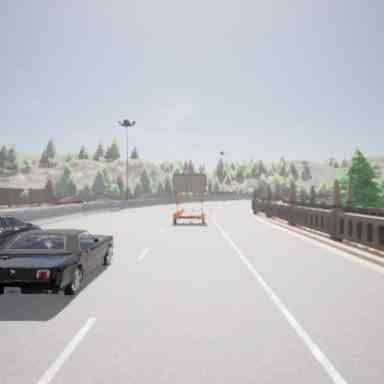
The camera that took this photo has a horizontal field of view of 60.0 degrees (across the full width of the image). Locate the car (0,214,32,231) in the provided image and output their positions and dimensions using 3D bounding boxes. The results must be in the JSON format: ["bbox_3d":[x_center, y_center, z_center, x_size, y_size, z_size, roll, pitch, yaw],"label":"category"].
[{"bbox_3d":[-6.903,1.497,11.417,1.837,1.490,4.892,0,0,0],"label":"car"}]

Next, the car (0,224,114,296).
[{"bbox_3d":[-3.402,1.595,8.563,1.895,1.301,4.718,0,0,0],"label":"car"}]

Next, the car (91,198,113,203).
[{"bbox_3d":[-11.880,1.500,44.179,1.812,1.442,4.674,0,0,12],"label":"car"}]

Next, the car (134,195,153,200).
[{"bbox_3d":[-9.285,1.322,64.154,2.097,1.767,4.553,0,0,23],"label":"car"}]

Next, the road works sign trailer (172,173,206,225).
[{"bbox_3d":[-0.151,0.449,23.976,2.380,3.560,2.880,0,0,3],"label":"road works sign trailer"}]

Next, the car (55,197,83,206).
[{"bbox_3d":[-18.019,1.465,48.731,1.882,1.535,5.008,0,0,14],"label":"car"}]
